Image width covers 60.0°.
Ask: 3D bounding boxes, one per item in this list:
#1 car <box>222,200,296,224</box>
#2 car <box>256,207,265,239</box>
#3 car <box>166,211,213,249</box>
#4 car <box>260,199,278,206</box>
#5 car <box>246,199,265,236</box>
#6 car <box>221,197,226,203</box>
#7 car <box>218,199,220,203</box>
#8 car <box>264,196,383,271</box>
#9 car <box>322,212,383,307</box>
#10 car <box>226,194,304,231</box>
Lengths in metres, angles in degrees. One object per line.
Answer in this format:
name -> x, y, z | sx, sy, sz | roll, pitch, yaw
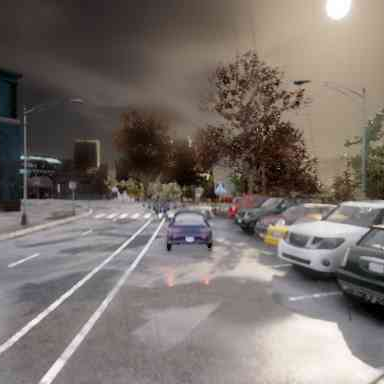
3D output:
car -> 4.949, 1.407, 24.547 | 4.892, 1.521, 2.231 | 1, 0, -22
car -> 5.410, 1.512, 12.737 | 5.366, 1.575, 1.946 | 1, 0, -21
car -> -0.122, 1.534, 14.468 | 1.812, 1.442, 4.674 | 0, 1, -1
car -> 19.007, 2.570, 82.121 | 1.882, 1.535, 5.008 | 0, -1, -19
car -> 5.215, 1.366, 15.641 | 4.553, 1.767, 2.185 | 1, 1, -21
car -> 5.070, 1.184, 21.586 | 5.566, 2.045, 2.435 | 1, 0, -22
car -> 10.034, 2.280, 94.508 | 5.566, 2.045, 2.150 | 0, 0, 30
car -> 5.259, 1.273, 9.669 | 5.566, 2.045, 2.435 | 1, 1, -21
car -> 5.283, 1.399, 6.699 | 4.553, 1.767, 2.185 | 1, 0, -21
car -> 5.097, 1.212, 18.584 | 5.566, 2.045, 2.435 | 1, 1, -22
